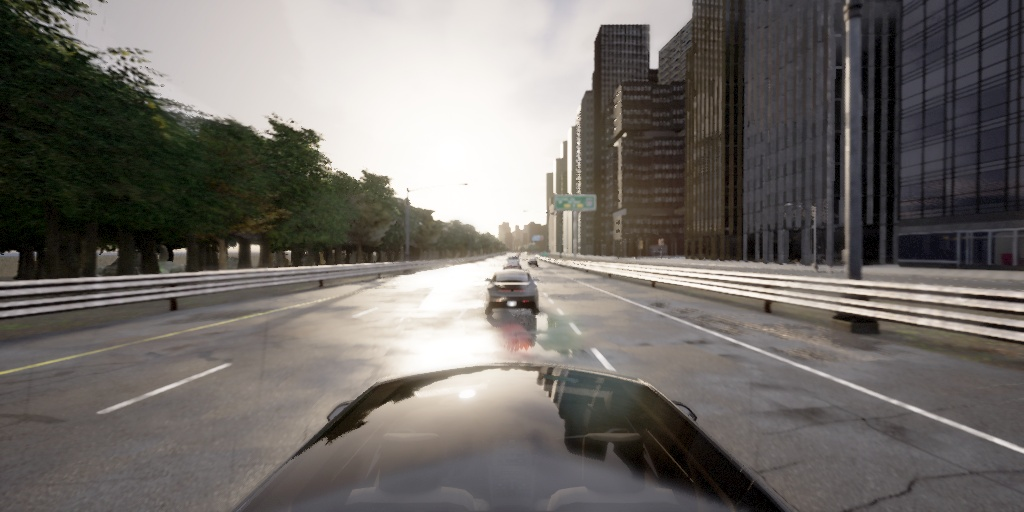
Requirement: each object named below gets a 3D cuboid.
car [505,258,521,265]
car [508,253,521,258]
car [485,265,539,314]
[{"bbox_3d":[0.048,1.285,35.921,2.128,1.511,4.902,0,0,0],"label":"car"},{"bbox_3d":[0.201,0.994,58.314,2.150,2.045,5.566,0,0,1],"label":"car"},{"bbox_3d":[0.000,1.280,13.927,1.837,1.490,4.892,0,0,0],"label":"car"}]
